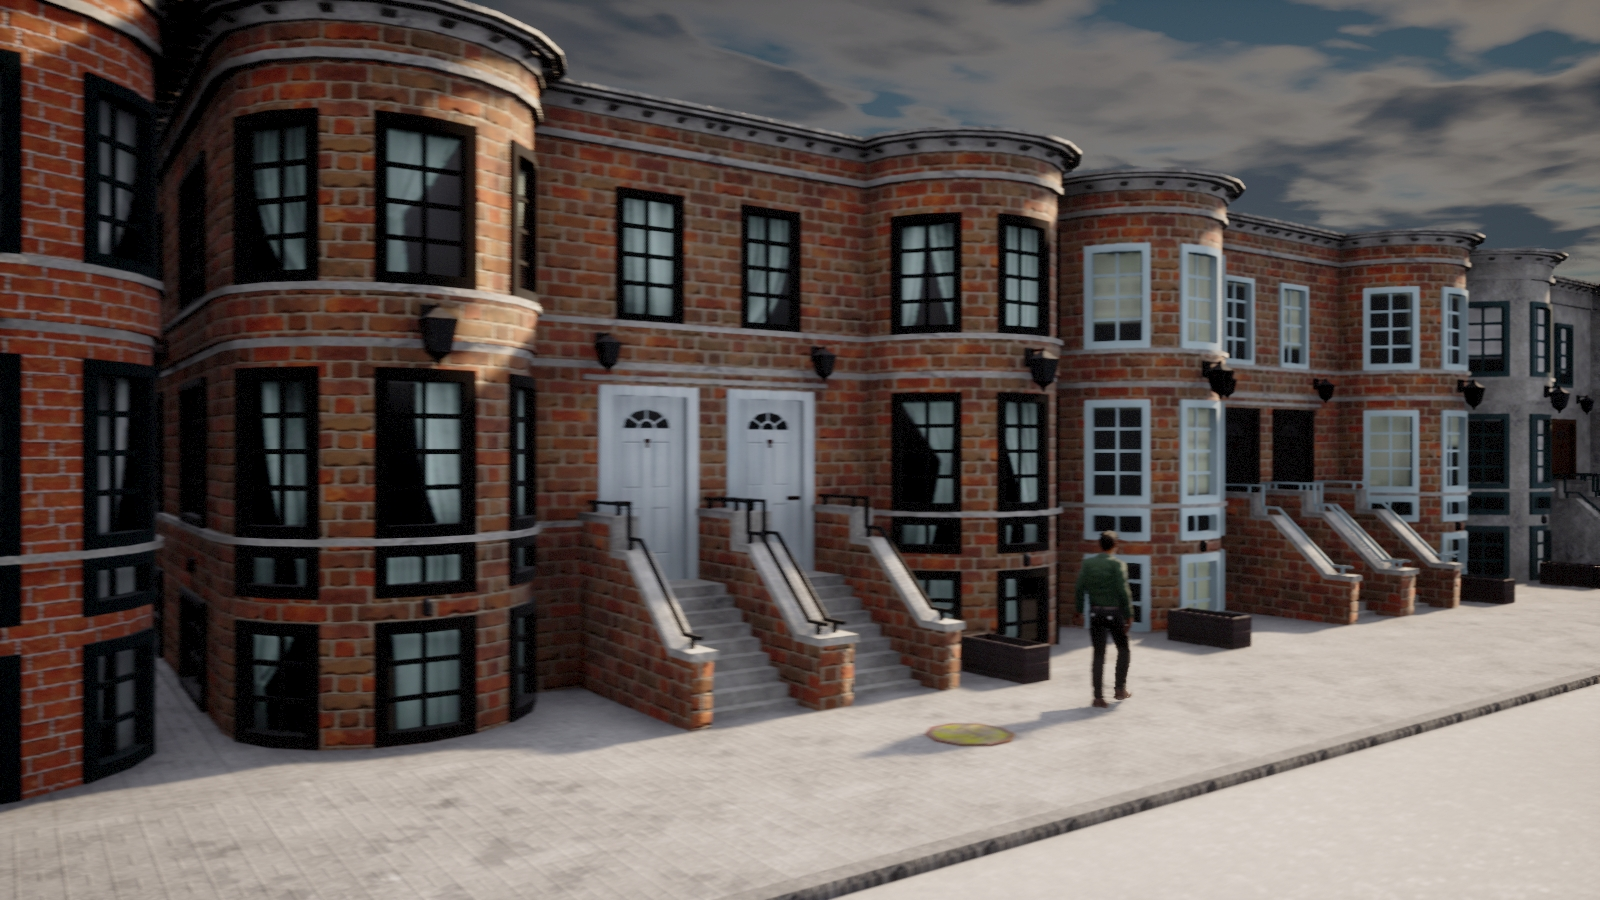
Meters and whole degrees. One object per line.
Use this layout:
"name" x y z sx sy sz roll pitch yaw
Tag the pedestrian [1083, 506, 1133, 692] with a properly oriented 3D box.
"pedestrian" 3.195 1.524 11.860 0.375 1.860 0.375 0 0 41
